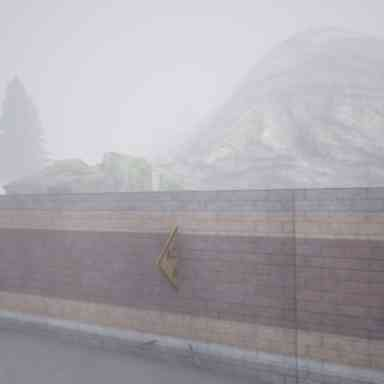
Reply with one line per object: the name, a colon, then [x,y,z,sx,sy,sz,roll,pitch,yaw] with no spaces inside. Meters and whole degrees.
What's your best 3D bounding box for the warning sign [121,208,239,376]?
warning sign: [-0.121,1.177,4.635,1.060,1.860,1.300,-1,-1,32]
